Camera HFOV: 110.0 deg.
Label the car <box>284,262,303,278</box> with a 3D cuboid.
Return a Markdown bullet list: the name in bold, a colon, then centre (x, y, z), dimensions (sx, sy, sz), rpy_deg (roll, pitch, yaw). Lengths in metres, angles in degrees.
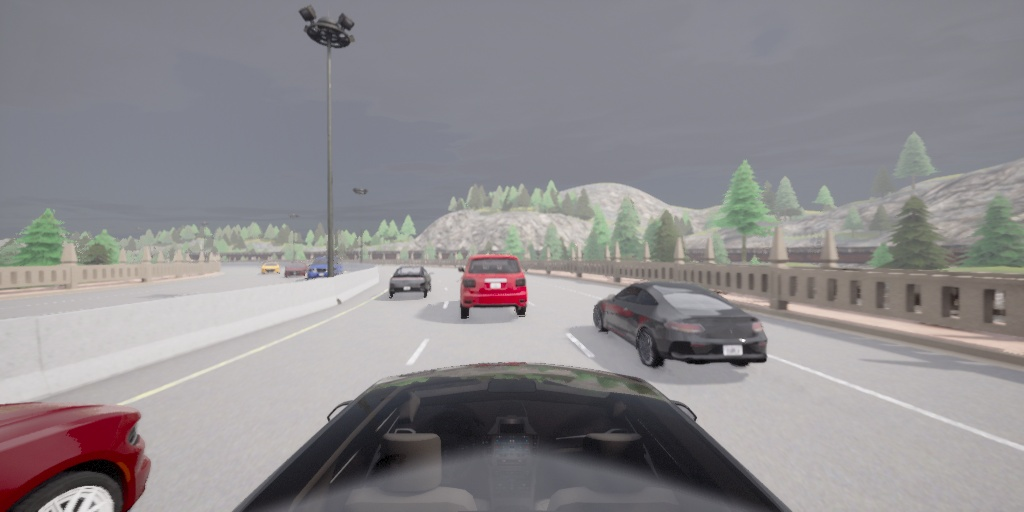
- **car**: centre (-21.967, 1.414, 36.799), dimensions (1.882, 1.535, 5.008), rpy_deg (0, 0, -25)

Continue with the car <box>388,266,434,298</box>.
- **car**: centre (-5.233, 1.273, 18.852), dimensions (2.128, 1.511, 4.902), rpy_deg (0, 0, -10)

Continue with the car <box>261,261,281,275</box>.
- **car**: centre (-30.238, 1.521, 45.063), dimensions (1.882, 1.535, 5.008), rpy_deg (0, 0, -31)

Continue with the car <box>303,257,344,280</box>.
- **car**: centre (-15.639, 1.090, 30.339), dimensions (2.150, 2.045, 5.566), rpy_deg (0, 0, -19)

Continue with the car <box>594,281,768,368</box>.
- **car**: centre (3.203, 1.260, 7.726), dimensions (1.812, 1.442, 4.674), rpy_deg (0, 0, -3)

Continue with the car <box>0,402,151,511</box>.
- **car**: centre (-3.540, 1.243, 0.468), dimensions (1.882, 1.535, 5.008), rpy_deg (0, 0, 0)

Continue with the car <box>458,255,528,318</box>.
- **car**: centre (-0.803, 0.976, 13.312), dimensions (2.150, 2.045, 5.566), rpy_deg (0, 0, -7)
